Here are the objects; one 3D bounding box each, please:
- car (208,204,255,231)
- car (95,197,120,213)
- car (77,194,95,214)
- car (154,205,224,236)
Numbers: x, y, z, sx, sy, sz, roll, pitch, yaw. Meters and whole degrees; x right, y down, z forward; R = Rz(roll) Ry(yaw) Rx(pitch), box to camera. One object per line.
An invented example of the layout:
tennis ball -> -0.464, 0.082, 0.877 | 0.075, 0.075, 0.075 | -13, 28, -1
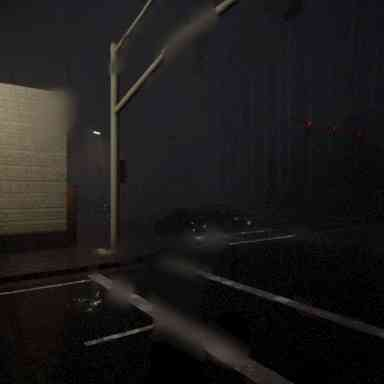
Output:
car -> 1.926, 1.546, 21.467 | 2.128, 1.511, 4.902 | 0, 0, -36
car -> -10.004, 1.405, 38.208 | 2.097, 1.767, 4.553 | 0, 0, -35
car -> -12.717, 1.278, 35.980 | 2.150, 2.045, 5.566 | 0, 0, -35
car -> -0.468, 1.618, 18.800 | 1.994, 1.385, 4.181 | 0, 0, -36
